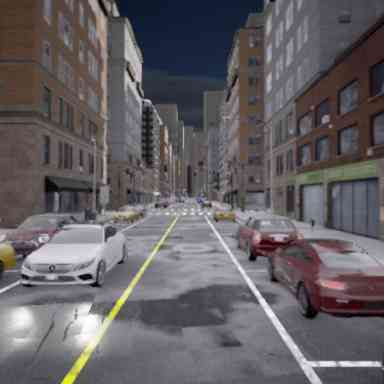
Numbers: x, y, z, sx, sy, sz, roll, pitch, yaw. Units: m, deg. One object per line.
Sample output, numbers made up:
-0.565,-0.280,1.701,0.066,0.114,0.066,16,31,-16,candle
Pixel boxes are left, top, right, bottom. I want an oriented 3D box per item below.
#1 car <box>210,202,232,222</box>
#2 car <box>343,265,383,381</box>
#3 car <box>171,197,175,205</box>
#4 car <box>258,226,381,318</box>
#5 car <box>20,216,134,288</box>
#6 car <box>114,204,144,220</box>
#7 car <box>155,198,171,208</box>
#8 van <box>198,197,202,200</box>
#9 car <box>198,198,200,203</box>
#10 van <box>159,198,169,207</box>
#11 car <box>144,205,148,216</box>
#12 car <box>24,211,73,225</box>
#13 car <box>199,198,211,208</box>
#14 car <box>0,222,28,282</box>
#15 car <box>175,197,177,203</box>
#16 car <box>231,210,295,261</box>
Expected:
2.839,1.869,29.593,1.752,1.417,4.829,0,-1,0,car
2.856,1.573,1.796,2.008,1.369,4.403,0,-1,0,car
-5.717,2.369,78.220,1.967,1.590,4.097,0,-1,0,car
2.853,1.667,7.321,1.802,1.307,4.206,0,-1,0,car
-3.106,1.638,9.686,1.812,1.442,4.674,0,-1,0,car
-5.686,1.864,29.249,1.752,1.417,4.829,0,-1,0,car
-5.707,2.044,61.719,2.192,1.841,5.009,0,-1,0,car
2.809,2.271,78.226,1.690,1.788,3.998,0,-1,0,van
2.816,2.362,67.221,1.947,1.339,4.313,0,-1,0,car
-5.710,2.137,67.219,1.690,1.788,3.998,0,-1,0,van
-5.690,1.957,34.943,2.008,1.369,4.403,0,-1,0,car
-5.676,1.588,12.844,1.967,1.590,4.097,0,-1,0,car
2.819,2.273,61.720,1.887,1.381,4.507,0,-1,0,car
-5.673,1.608,7.147,1.752,1.417,4.829,0,-1,0,car
-5.723,2.503,89.222,1.967,1.590,4.097,0,-1,0,car
2.849,1.589,12.848,1.967,1.590,4.097,0,-1,0,car
